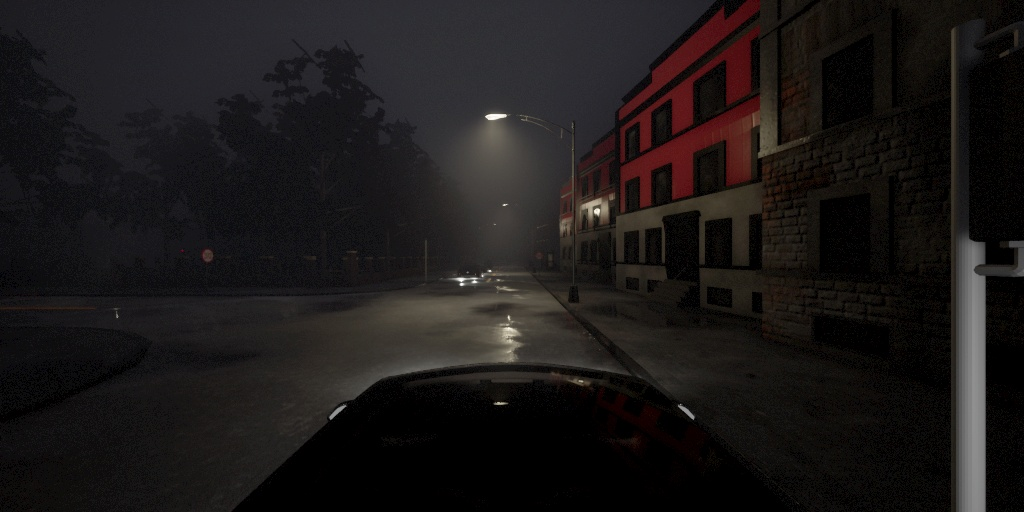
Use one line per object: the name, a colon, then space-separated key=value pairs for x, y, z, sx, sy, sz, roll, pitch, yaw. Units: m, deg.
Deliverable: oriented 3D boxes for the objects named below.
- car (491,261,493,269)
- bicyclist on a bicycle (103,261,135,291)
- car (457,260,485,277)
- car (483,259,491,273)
car: x=-3.971 y=1.228 z=54.351 sx=1.882 sy=1.535 sz=5.008 roll=0 pitch=0 yaw=0
bicyclist on a bicycle: x=-21.814 y=1.099 z=19.925 sx=0.582 sy=1.620 sz=1.656 roll=0 pitch=0 yaw=0
car: x=-4.036 y=1.314 z=34.647 sx=1.994 sy=1.385 sz=4.181 roll=0 pitch=0 yaw=0
car: x=-4.017 y=1.297 z=43.939 sx=2.033 sy=1.411 sz=5.357 roll=0 pitch=0 yaw=0
